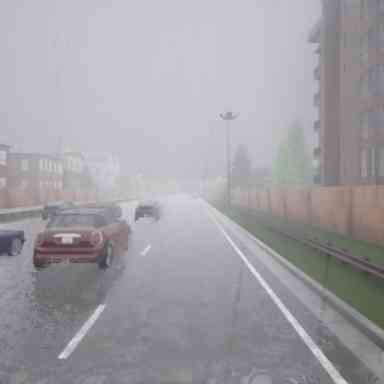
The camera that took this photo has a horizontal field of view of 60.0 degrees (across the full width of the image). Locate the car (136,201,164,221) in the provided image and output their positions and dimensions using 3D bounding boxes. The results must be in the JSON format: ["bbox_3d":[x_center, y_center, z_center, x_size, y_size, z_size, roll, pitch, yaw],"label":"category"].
[{"bbox_3d":[-3.413,1.459,26.842,1.837,1.490,4.892,0,0,0],"label":"car"}]

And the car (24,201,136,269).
[{"bbox_3d":[-3.417,1.333,11.254,2.097,1.767,4.553,0,0,0],"label":"car"}]

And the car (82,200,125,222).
[{"bbox_3d":[-6.914,1.447,26.556,2.128,1.511,4.902,0,0,0],"label":"car"}]

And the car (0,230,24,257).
[{"bbox_3d":[-6.919,1.584,9.879,1.895,1.301,4.718,0,0,0],"label":"car"}]

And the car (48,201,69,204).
[{"bbox_3d":[-10.413,1.459,26.847,1.837,1.490,4.892,0,0,0],"label":"car"}]
